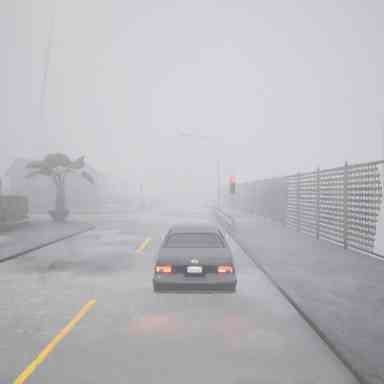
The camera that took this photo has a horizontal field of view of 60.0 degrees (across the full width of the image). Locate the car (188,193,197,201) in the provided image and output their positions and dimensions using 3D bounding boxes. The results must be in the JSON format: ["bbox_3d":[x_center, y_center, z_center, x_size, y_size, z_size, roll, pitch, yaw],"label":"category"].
[{"bbox_3d":[0.090,1.225,87.059,2.150,2.045,5.566,0,0,0],"label":"car"}]

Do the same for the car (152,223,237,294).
[{"bbox_3d":[0.073,1.547,8.955,2.033,1.411,5.357,0,0,1],"label":"car"}]
